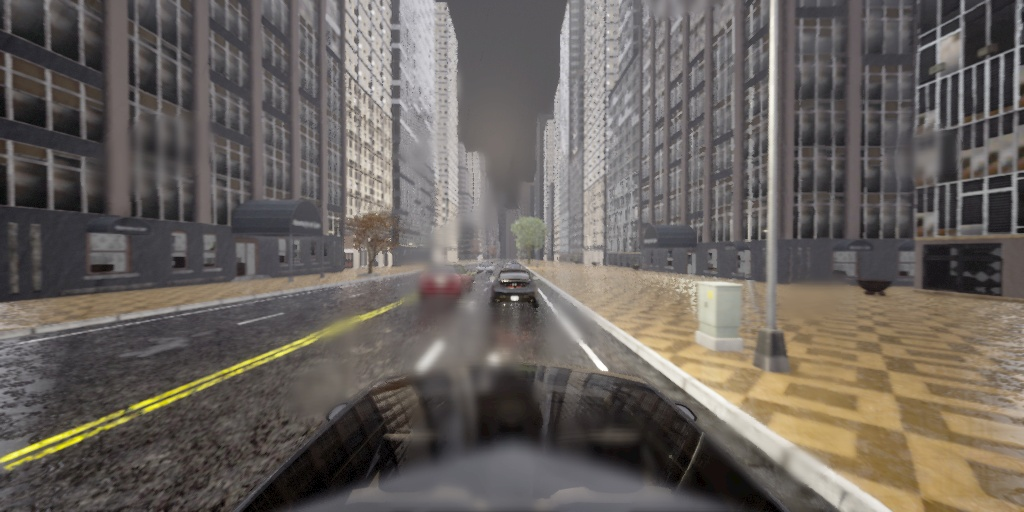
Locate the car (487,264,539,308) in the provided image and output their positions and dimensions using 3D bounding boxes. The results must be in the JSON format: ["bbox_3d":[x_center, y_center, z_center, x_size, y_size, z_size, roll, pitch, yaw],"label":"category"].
[{"bbox_3d":[0.101,1.300,15.604,1.837,1.490,4.892,0,0,0],"label":"car"}]

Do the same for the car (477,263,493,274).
[{"bbox_3d":[-3.144,1.487,44.261,1.895,1.301,4.718,0,0,0],"label":"car"}]

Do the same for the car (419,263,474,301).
[{"bbox_3d":[-3.148,1.153,17.995,2.097,1.767,4.553,0,0,0],"label":"car"}]
